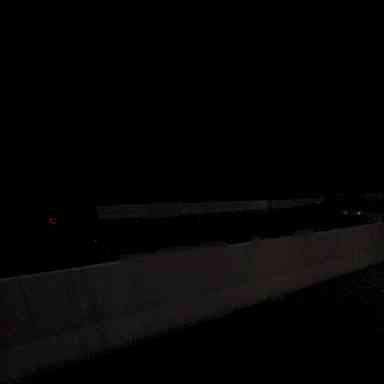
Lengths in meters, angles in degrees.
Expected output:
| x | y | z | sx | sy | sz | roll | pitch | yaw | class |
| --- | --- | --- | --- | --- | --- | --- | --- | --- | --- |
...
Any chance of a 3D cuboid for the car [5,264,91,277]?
| x | y | z | sx | sy | sz | roll | pitch | yaw | class |
| --- | --- | --- | --- | --- | --- | --- | --- | --- | --- |
| -4.811 | 1.580 | 9.282 | 4.181 | 1.385 | 1.994 | 0 | 0 | -37 | car |
